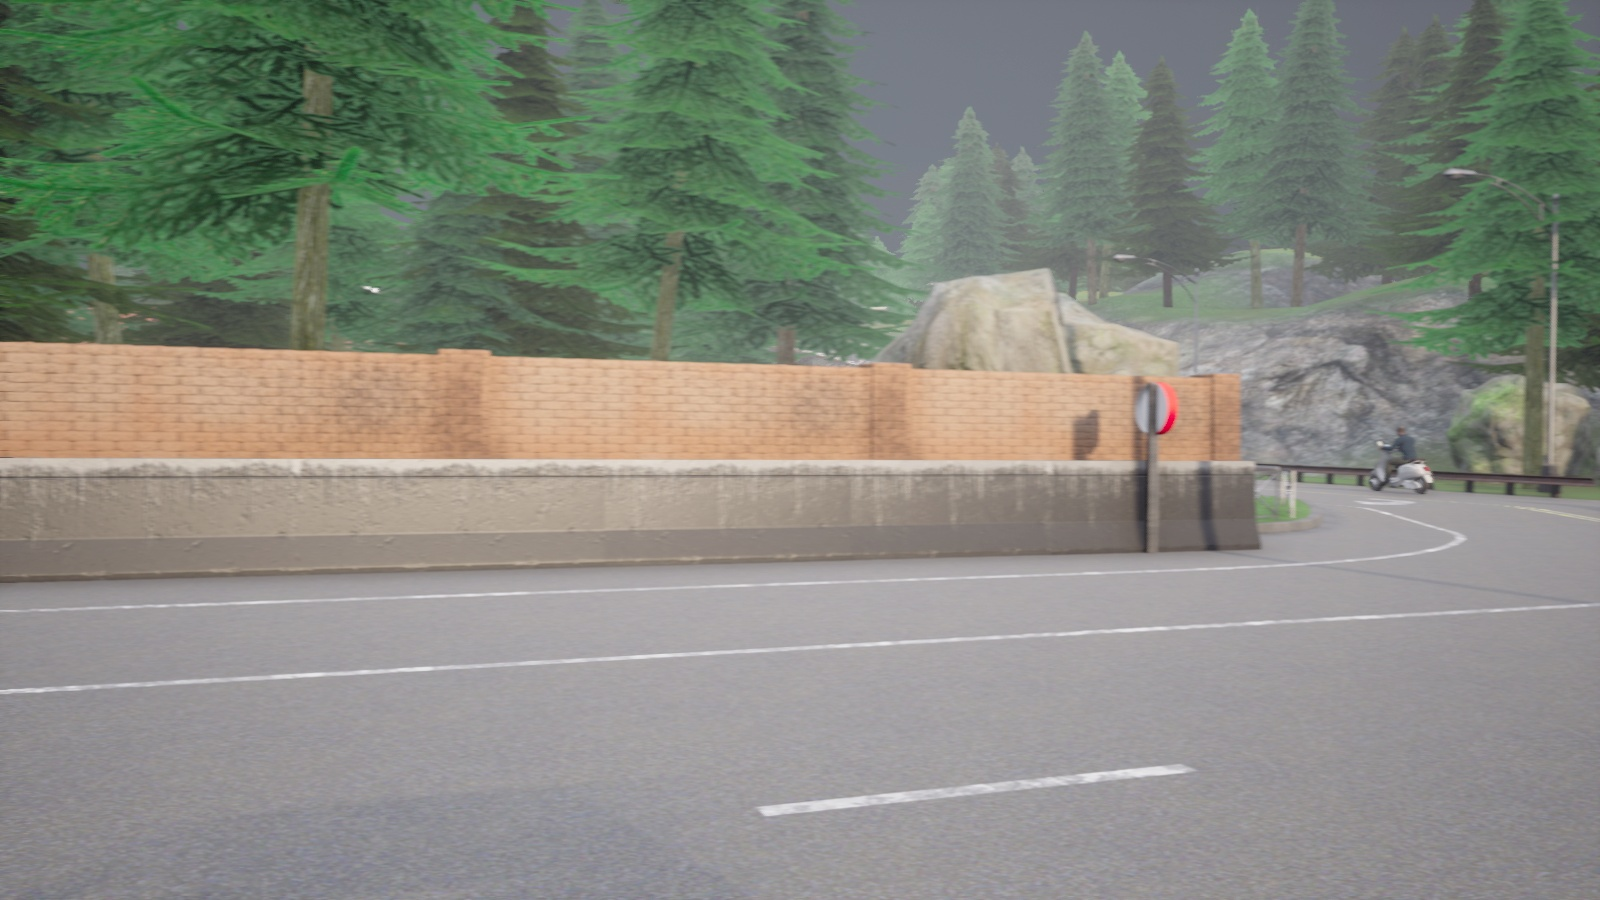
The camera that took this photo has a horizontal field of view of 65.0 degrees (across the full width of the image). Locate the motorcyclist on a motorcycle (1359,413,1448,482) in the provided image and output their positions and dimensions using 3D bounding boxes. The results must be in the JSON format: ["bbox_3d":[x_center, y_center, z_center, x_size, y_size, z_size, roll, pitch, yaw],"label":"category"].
[{"bbox_3d":[14.288,-0.068,29.778,0.866,1.590,1.817,-1,1,-21],"label":"motorcyclist on a motorcycle"}]
